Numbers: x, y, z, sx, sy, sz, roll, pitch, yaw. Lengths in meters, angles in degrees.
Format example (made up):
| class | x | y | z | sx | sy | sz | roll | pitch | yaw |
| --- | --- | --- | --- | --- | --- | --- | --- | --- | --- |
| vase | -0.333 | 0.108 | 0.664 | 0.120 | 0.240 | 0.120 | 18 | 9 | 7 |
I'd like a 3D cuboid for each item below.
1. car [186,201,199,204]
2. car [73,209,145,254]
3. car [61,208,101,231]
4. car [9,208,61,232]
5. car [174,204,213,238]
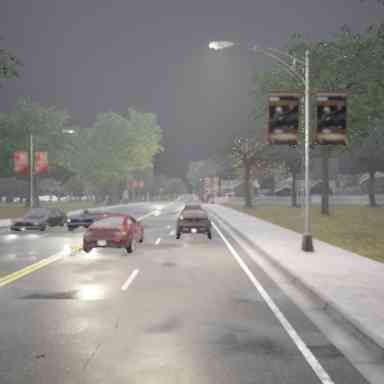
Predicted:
| class | x | y | z | sx | sy | sz | roll | pitch | yaw |
| --- | --- | --- | --- | --- | --- | --- | --- | --- | --- |
| car | 0.092 | 1.766 | 36.956 | 1.882 | 1.535 | 5.008 | 0 | -1 | 0 |
| car | -3.153 | 1.626 | 13.942 | 1.812 | 1.442 | 4.674 | 0 | 0 | 0 |
| car | -6.507 | 1.761 | 21.635 | 1.895 | 1.301 | 4.718 | 0 | -1 | 0 |
| car | -9.755 | 1.777 | 21.872 | 2.033 | 1.411 | 5.357 | 0 | 0 | 0 |
| car | 0.096 | 1.642 | 18.589 | 1.837 | 1.490 | 4.892 | 0 | 0 | 0 |
